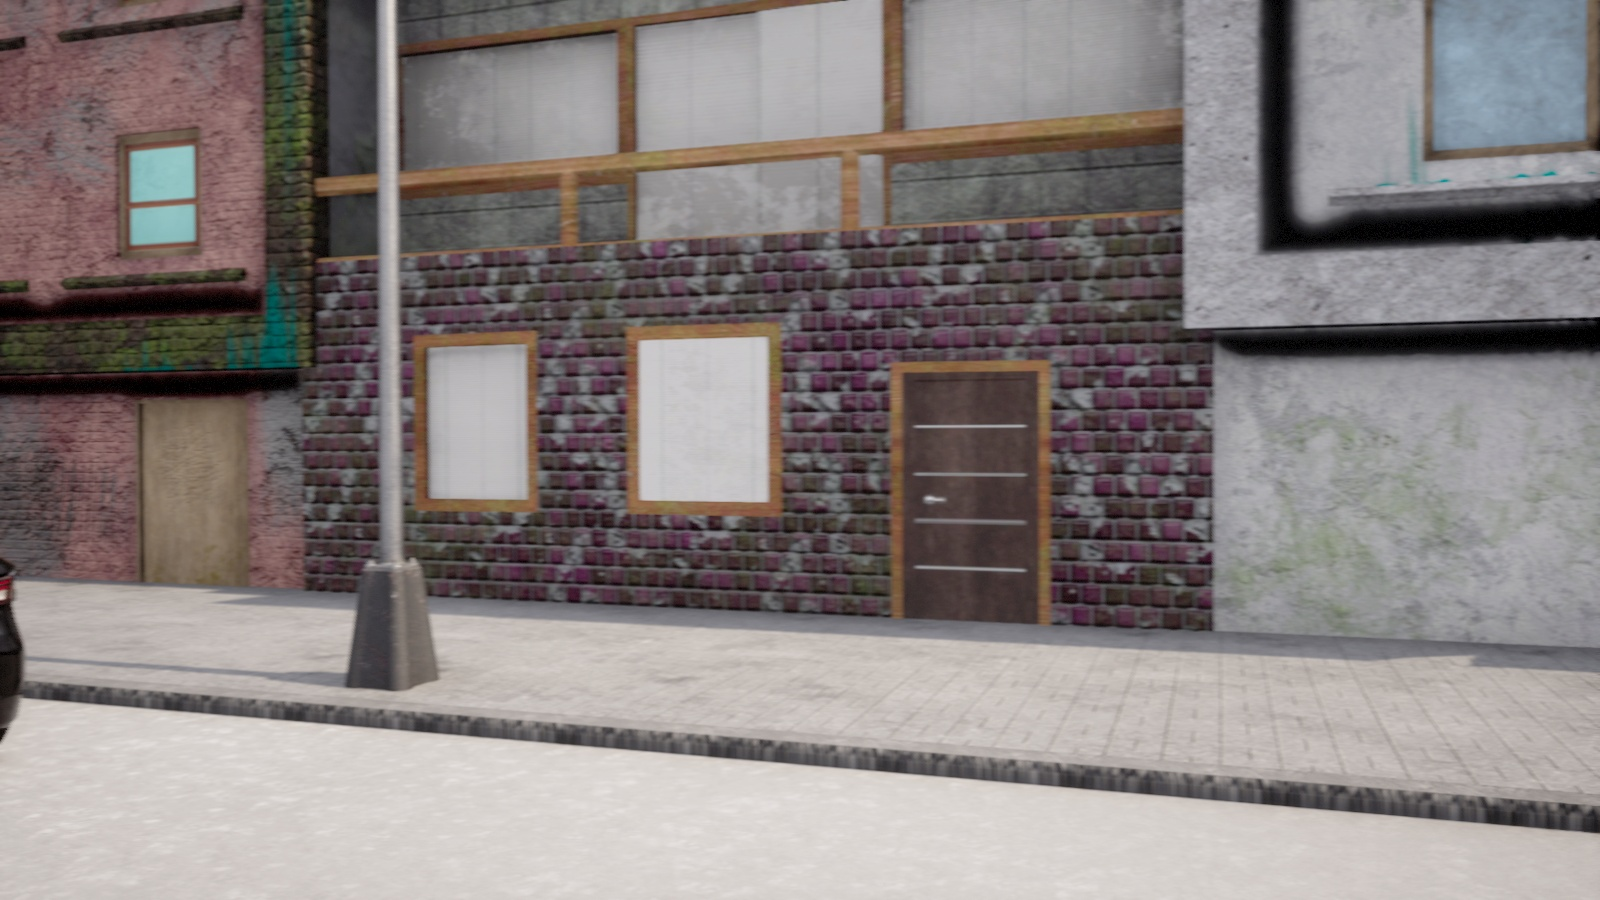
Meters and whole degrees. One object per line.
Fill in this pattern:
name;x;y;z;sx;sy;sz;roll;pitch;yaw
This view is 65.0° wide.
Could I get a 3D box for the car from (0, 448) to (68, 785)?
car;-5.676;0.728;5.628;4.193;1.474;1.816;0;1;19
